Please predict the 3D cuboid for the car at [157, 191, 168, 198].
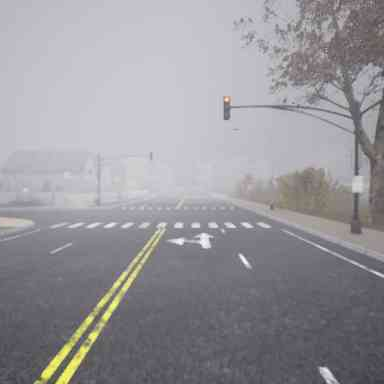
[{"bbox_3d":[-6.501,0.621,72.596,1.812,1.442,4.674,0,1,0],"label":"car"}]
